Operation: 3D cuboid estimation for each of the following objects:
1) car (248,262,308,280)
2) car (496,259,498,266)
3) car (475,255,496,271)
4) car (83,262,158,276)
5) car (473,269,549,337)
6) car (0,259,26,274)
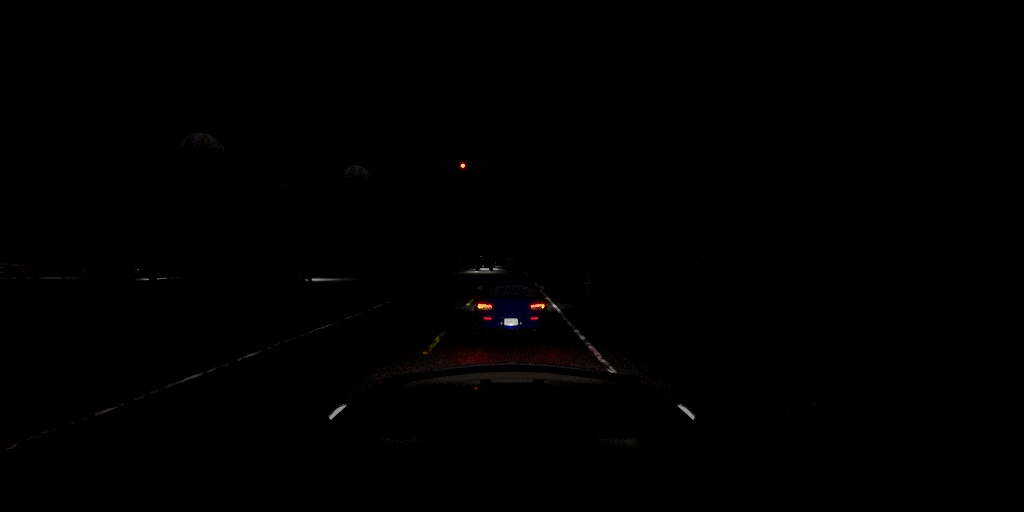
[{"bbox_3d":[-18.405,1.155,28.482,4.181,1.385,1.994,1,0,-2],"label":"car"},{"bbox_3d":[-3.809,1.298,59.991,1.895,1.301,4.718,0,0,0],"label":"car"},{"bbox_3d":[-3.787,0.934,49.824,2.150,2.045,5.566,0,0,0],"label":"car"},{"bbox_3d":[-30.879,1.000,28.318,4.674,1.442,1.812,0,0,-1],"label":"car"},{"bbox_3d":[-0.029,1.274,10.129,1.812,1.442,4.674,0,0,0],"label":"car"},{"bbox_3d":[-41.560,0.851,28.222,5.008,1.535,1.882,1,0,0],"label":"car"}]
